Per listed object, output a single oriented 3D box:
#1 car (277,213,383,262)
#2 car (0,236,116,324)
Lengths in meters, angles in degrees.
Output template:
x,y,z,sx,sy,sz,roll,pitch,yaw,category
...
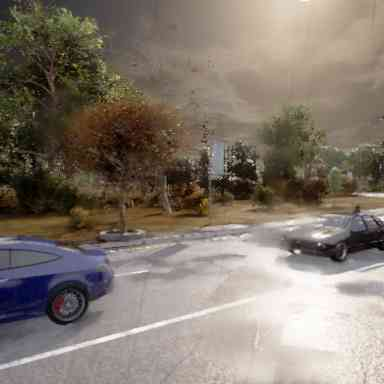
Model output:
x,y,z,sx,sy,sz,roll,pitch,yaw,category
5.502,1.477,12.090,5.357,1.411,2.033,-1,0,-35,car
-3.645,1.525,5.621,4.674,1.442,1.812,0,0,-35,car
